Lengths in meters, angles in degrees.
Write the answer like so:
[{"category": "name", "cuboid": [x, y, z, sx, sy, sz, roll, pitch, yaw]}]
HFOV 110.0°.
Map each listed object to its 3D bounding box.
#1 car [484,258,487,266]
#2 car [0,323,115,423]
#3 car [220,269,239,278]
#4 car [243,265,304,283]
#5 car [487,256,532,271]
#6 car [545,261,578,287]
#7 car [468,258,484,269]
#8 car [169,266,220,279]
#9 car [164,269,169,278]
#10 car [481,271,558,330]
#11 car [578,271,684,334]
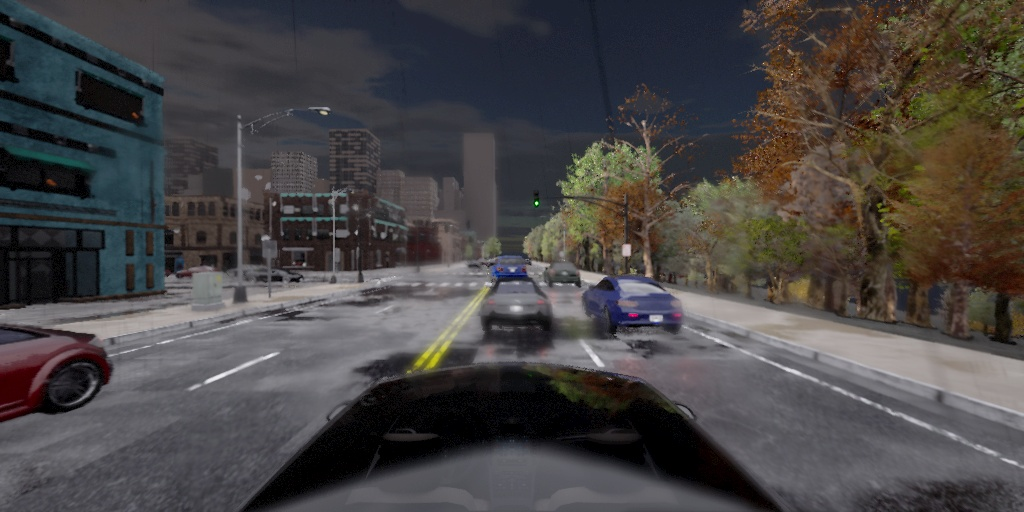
[{"category": "car", "cuboid": [-3.161, 1.439, 61.448, 2.033, 1.411, 5.357, 0, 0, 1]}, {"category": "car", "cuboid": [-6.595, 1.319, 3.249, 1.994, 1.385, 4.181, 0, 0, 0]}, {"category": "car", "cuboid": [-28.199, 1.657, 38.662, 4.403, 1.370, 2.007, 0, 0, 0]}, {"category": "car", "cuboid": [-19.885, 1.639, 30.131, 4.313, 1.339, 1.948, 0, 0, 0]}, {"category": "car", "cuboid": [-0.352, 1.033, 25.917, 2.150, 2.045, 5.566, 0, 0, -8]}, {"category": "car", "cuboid": [3.401, 1.159, 24.984, 2.097, 1.767, 4.553, 0, 0, 0]}, {"category": "car", "cuboid": [-6.414, 1.493, 61.409, 1.895, 1.301, 4.718, 0, 0, 1]}, {"category": "car", "cuboid": [-33.735, 1.752, 38.681, 4.207, 1.307, 1.802, 0, 0, 0]}, {"category": "car", "cuboid": [-39.269, 1.815, 38.700, 4.207, 1.307, 1.802, 0, 0, 0]}, {"category": "car", "cuboid": [0.121, 1.338, 11.286, 1.994, 1.385, 4.181, 0, 0, 0]}, {"category": "car", "cuboid": [3.366, 1.298, 10.640, 1.812, 1.442, 4.674, 0, 0, 0]}]
